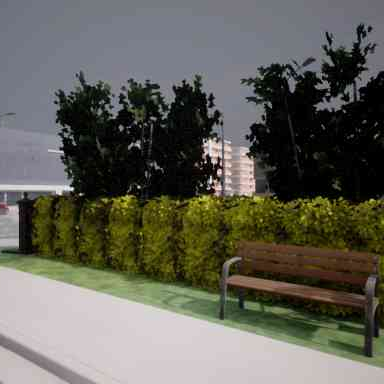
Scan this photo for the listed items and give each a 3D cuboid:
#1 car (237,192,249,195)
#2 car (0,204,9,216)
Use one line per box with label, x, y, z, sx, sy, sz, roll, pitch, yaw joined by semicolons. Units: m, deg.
car;11.314;0.675;74.613;1.812;1.442;4.674;0;0;35
car;-19.330;1.553;30.717;1.994;1.385;4.181;0;0;31
